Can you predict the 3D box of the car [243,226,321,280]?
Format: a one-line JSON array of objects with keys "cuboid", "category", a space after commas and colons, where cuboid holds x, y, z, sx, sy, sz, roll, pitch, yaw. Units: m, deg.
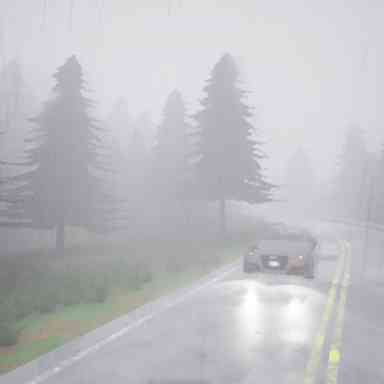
[{"cuboid": [3.128, 1.857, 11.063, 1.994, 1.385, 4.181, -1, -2, 25], "category": "car"}]
